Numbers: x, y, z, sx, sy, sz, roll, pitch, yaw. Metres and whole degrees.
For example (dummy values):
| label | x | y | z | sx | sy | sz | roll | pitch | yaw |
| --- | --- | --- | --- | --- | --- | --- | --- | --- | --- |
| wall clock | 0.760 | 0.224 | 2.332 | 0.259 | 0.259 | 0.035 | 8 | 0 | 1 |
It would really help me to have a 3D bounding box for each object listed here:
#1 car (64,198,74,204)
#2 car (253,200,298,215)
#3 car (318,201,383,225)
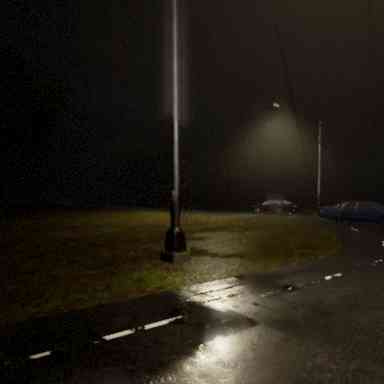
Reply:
| label | x | y | z | sx | sy | sz | roll | pitch | yaw |
| --- | --- | --- | --- | --- | --- | --- | --- | --- | --- |
| car | -30.922 | 2.138 | 83.615 | 2.128 | 1.511 | 4.902 | 3 | -3 | -30 |
| car | 8.372 | 1.575 | 33.820 | 2.128 | 1.511 | 4.902 | 3 | -2 | -35 |
| car | 10.046 | 1.233 | 19.177 | 2.033 | 1.411 | 5.357 | 2 | -1 | -35 |
